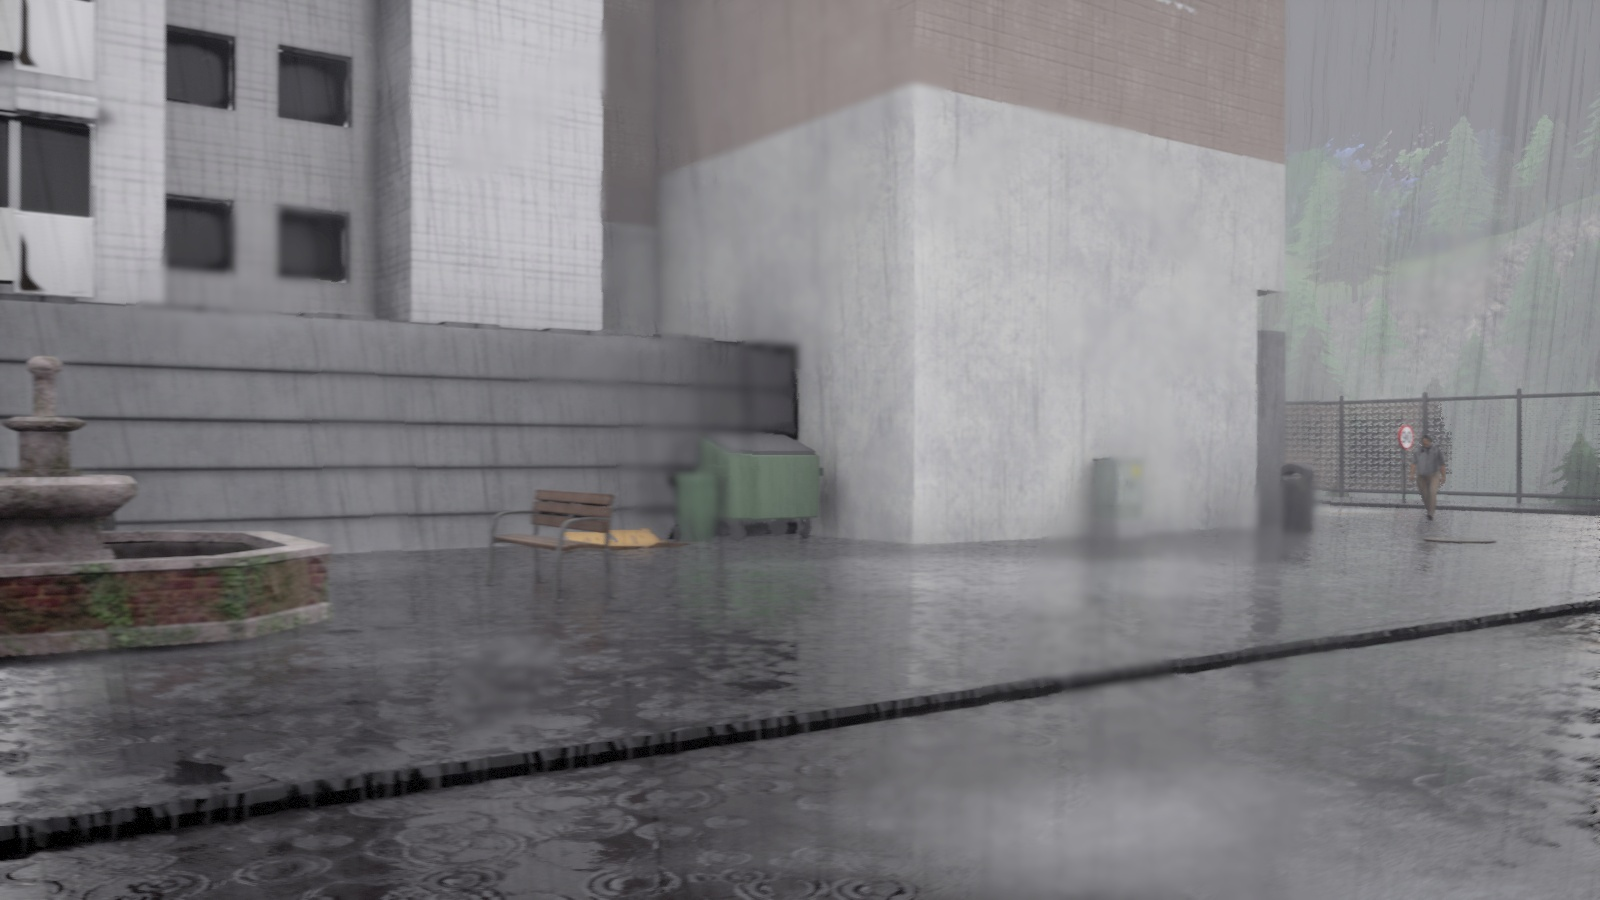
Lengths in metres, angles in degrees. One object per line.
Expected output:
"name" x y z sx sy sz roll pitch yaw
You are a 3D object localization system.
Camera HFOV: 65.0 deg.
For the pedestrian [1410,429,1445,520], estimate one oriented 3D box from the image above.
"pedestrian" 13.043 0.505 26.099 0.540 1.848 0.694 0 0 37
